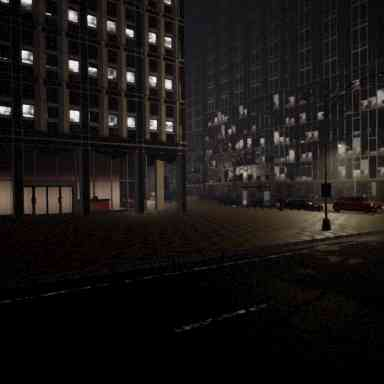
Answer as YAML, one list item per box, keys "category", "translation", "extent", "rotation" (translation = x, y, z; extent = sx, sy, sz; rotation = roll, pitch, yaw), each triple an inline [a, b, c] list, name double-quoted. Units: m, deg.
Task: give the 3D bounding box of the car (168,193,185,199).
- category: "car"
  translation: [-3.376, 0.935, 73.842]
  extent: [1.802, 1.307, 4.206]
  rotation: [0, 1, -34]

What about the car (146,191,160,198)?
- category: "car"
  translation: [-9.812, 0.685, 83.209]
  extent: [1.967, 1.590, 4.097]
  rotation: [0, 1, -34]

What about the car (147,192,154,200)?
- category: "car"
  translation: [-10.285, 1.039, 69.098]
  extent: [2.008, 1.369, 4.403]
  rotation: [0, 1, -34]

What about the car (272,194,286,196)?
- category: "car"
  translation: [11.296, 1.117, 42.234]
  extent: [2.097, 1.767, 4.553]
  rotation: [-1, 1, -34]

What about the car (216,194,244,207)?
- category: "car"
  translation: [5.759, 1.319, 45.644]
  extent: [1.947, 1.339, 4.313]
  rotation: [0, 1, -34]

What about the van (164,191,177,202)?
- category: "van"
  translation: [-3.849, 0.937, 59.725]
  extent: [1.690, 1.788, 3.998]
  rotation: [0, 1, -34]

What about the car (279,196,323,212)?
- category: "car"
  translation: [12.132, 1.423, 36.230]
  extent: [1.947, 1.339, 4.313]
  rotation: [0, 1, -34]

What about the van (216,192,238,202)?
- category: "van"
  translation: [6.276, 0.855, 59.783]
  extent: [1.690, 1.788, 3.998]
  rotation: [0, 1, -34]

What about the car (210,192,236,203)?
- category: "car"
  translation: [5.439, 1.175, 50.783]
  extent: [1.837, 1.490, 4.892]
  rotation: [-1, 1, -34]

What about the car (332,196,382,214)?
- category: "car"
  translation: [16.892, 1.206, 34.084]
  extent: [2.097, 1.767, 4.553]
  rotation: [-1, 1, -35]

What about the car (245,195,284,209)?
- category: "car"
  translation: [8.928, 1.387, 40.927]
  extent: [1.802, 1.307, 4.206]
  rotation: [0, 1, -34]

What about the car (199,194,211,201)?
- category: "car"
  translation: [3.059, 1.043, 64.471]
  extent: [1.802, 1.307, 4.206]
  rotation: [0, 1, -34]
